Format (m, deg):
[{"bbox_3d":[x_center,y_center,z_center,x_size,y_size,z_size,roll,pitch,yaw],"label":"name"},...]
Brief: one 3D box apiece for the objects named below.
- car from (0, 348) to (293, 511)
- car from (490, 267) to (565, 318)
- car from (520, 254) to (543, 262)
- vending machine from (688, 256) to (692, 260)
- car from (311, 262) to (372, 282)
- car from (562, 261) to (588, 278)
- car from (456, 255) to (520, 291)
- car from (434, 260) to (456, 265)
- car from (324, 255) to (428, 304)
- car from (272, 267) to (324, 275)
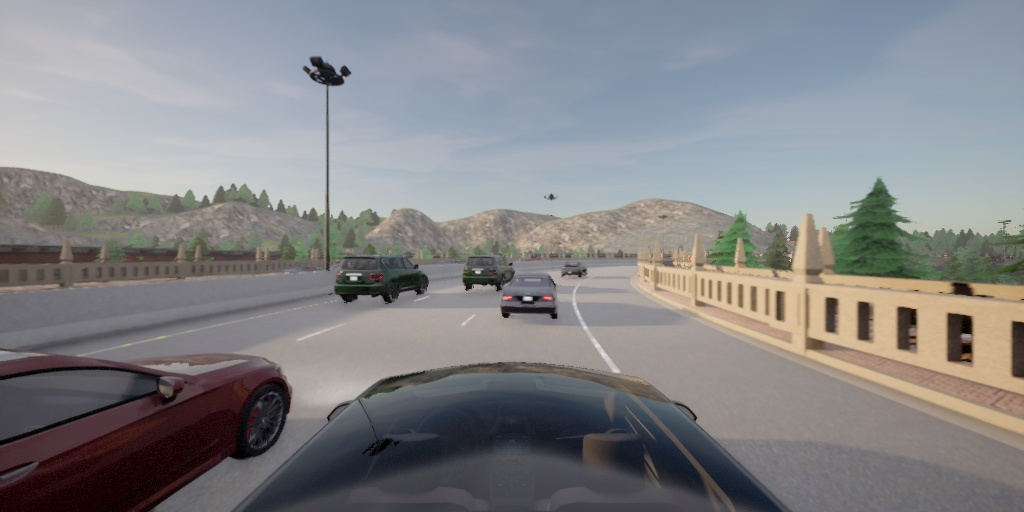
[{"bbox_3d":[-3.379,1.275,2.070,1.812,1.442,4.674,0,0,0],"label":"car"},{"bbox_3d":[0.757,1.298,12.996,2.033,1.411,5.357,0,0,7],"label":"car"},{"bbox_3d":[3.025,0.629,59.037,2.150,2.045,5.566,0,0,34],"label":"car"},{"bbox_3d":[27.748,0.951,55.341,1.100,2.100,0.880,0,0,42],"label":"vending machine"},{"bbox_3d":[-13.930,1.251,29.713,1.837,1.490,4.892,0,0,15],"label":"car"},{"bbox_3d":[5.961,1.243,33.928,2.128,1.511,4.902,0,0,21],"label":"car"},{"bbox_3d":[-1.271,0.971,21.978,2.150,2.045,5.566,0,0,12],"label":"car"},{"bbox_3d":[-9.515,1.311,51.301,1.994,1.385,4.181,0,0,26],"label":"car"},{"bbox_3d":[-5.790,0.970,16.621,2.150,2.045,5.566,0,0,8],"label":"car"},{"bbox_3d":[-12.350,1.310,20.675,1.994,1.385,4.181,0,0,10],"label":"car"}]
